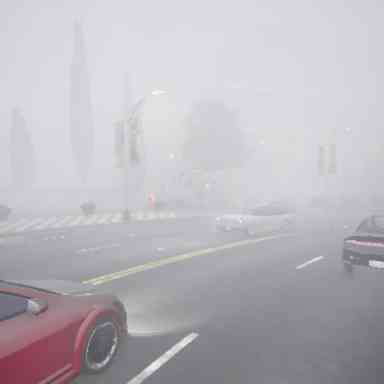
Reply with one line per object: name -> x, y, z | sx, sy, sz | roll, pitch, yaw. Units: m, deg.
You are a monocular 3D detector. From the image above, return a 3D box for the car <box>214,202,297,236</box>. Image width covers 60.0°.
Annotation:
car -> 3.362, 1.426, 17.370 | 4.718, 1.301, 1.895 | 0, 1, -42

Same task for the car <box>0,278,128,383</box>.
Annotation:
car -> -2.491, 1.515, 3.316 | 1.994, 1.385, 4.181 | 0, 1, 25

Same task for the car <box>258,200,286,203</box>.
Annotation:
car -> 5.418, 1.294, 23.375 | 4.674, 1.442, 1.812 | 0, 1, -34

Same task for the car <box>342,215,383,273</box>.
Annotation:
car -> 5.757, 1.414, 9.463 | 2.128, 1.511, 4.902 | 1, 1, 39
